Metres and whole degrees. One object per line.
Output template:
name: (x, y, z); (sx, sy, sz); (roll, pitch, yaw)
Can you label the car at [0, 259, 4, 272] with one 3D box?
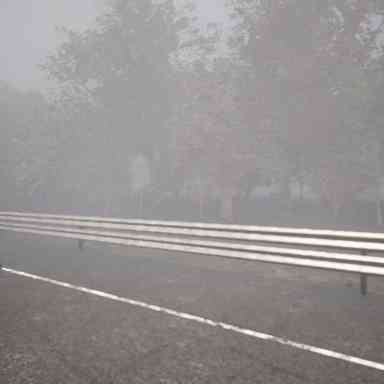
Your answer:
car: (-7.280, 1.621, 9.155); (5.357, 1.411, 2.033); (0, 0, 35)
